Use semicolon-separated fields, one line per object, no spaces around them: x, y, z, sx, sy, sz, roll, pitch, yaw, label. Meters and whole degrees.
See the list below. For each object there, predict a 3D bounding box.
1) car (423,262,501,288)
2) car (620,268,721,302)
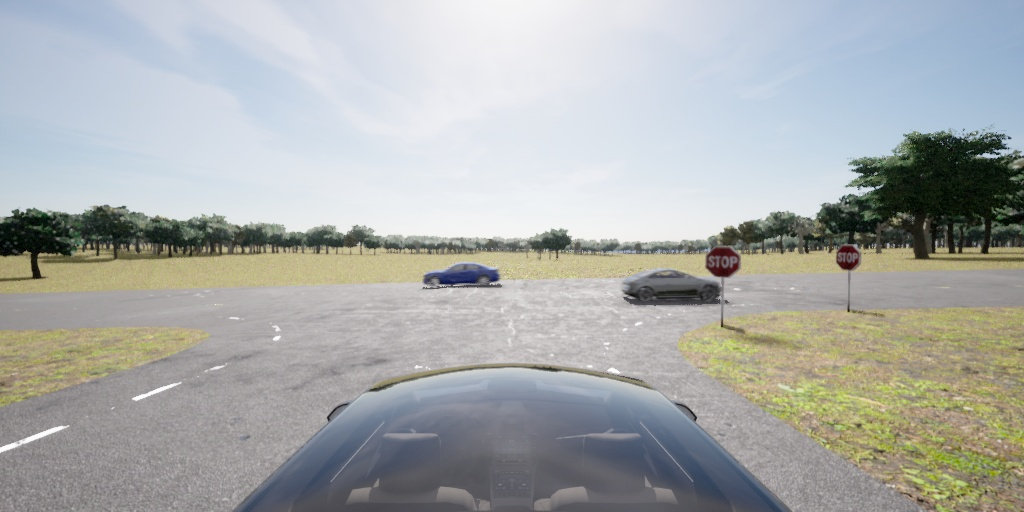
-3.209;1.164;23.180;5.008;1.535;1.882;-2;1;0;car
7.085;1.251;16.131;4.181;1.385;1.994;-1;2;0;car
